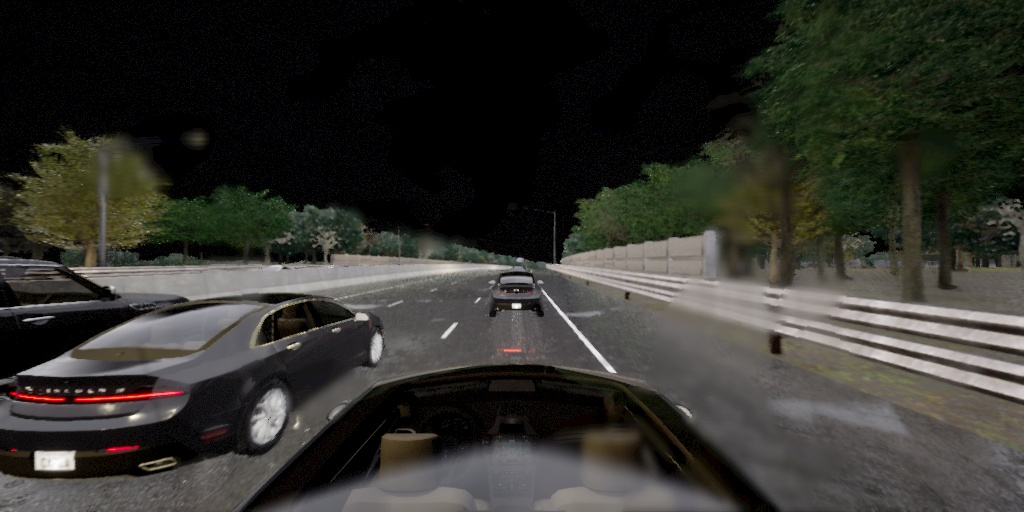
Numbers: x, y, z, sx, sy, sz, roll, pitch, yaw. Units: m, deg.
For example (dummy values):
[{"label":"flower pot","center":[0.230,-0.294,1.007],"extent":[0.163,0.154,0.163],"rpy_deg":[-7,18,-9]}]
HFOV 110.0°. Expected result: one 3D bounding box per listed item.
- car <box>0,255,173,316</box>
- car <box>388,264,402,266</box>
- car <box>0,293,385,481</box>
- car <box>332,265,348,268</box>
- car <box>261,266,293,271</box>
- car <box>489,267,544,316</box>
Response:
[{"label":"car","center":[-6.898,0.986,4.341],"extent":[2.150,2.045,5.566],"rpy_deg":[0,0,0]},{"label":"car","center":[-16.536,1.823,50.538],"extent":[1.882,1.535,5.008],"rpy_deg":[0,-1,3]},{"label":"car","center":[-3.390,1.276,5.091],"extent":[1.837,1.490,4.892],"rpy_deg":[0,0,0]},{"label":"car","center":[-23.595,1.886,49.351],"extent":[1.994,1.385,4.181],"rpy_deg":[0,-1,3]},{"label":"car","center":[-20.703,1.573,31.504],"extent":[1.812,1.442,4.674],"rpy_deg":[0,-1,2]},{"label":"car","center":[0.172,1.354,13.906],"extent":[1.837,1.490,4.892],"rpy_deg":[0,0,1]}]
